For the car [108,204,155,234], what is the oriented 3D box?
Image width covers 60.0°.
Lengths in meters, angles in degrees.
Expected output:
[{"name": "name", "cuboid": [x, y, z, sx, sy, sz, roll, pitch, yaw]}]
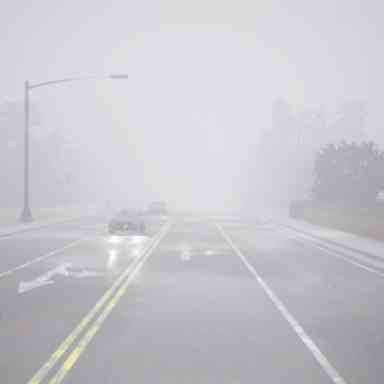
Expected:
[{"name": "car", "cuboid": [-3.569, 1.656, 19.699, 1.994, 1.385, 4.181, 0, 0, 0]}]

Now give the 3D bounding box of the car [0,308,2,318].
[{"name": "car", "cuboid": [-3.600, 1.558, 2.317, 2.033, 1.411, 5.357, 0, 0, 0]}]

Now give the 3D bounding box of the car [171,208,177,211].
[{"name": "car", "cuboid": [-3.463, 3.433, 54.626, 2.033, 1.411, 5.357, 0, -11, 1]}]

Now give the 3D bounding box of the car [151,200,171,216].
[{"name": "car", "cuboid": [-3.532, 1.664, 35.100, 1.837, 1.490, 4.892, 0, 0, 0]}]
